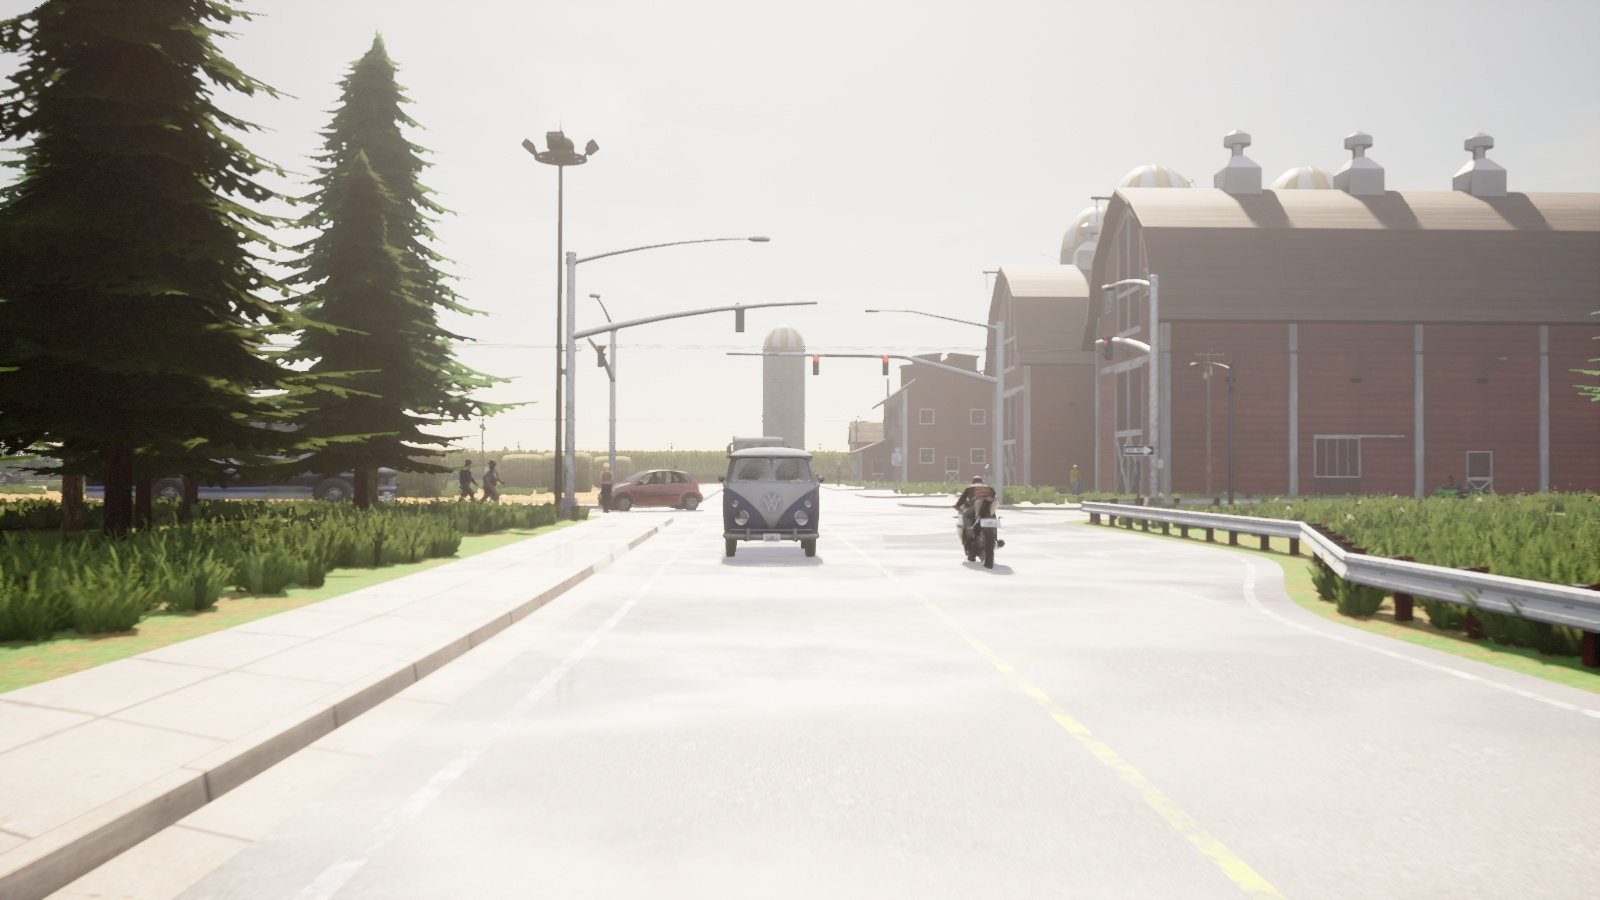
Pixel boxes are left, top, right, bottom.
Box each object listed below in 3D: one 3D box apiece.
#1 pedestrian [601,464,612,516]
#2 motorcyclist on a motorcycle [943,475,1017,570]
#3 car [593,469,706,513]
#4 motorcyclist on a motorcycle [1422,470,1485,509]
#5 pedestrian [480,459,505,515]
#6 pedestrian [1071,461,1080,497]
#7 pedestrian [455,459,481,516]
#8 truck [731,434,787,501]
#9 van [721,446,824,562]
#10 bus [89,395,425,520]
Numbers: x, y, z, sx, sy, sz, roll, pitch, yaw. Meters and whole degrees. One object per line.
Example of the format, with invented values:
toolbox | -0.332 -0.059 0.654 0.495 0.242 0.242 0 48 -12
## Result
pedestrian | -6.793 1.402 44.153 0.345 1.836 0.594 0 -1 -5
motorcyclist on a motorcycle | 3.036 1.196 21.384 0.866 1.530 2.191 0 -1 -2
car | -5.876 1.577 49.013 3.988 1.617 1.851 0 -1 -24
motorcyclist on a motorcycle | 25.644 1.547 49.300 2.044 1.523 0.797 0 -1 -1
pedestrian | -10.261 1.240 41.880 0.694 1.848 0.540 0 -1 3
pedestrian | 14.363 1.502 65.498 0.354 1.836 0.706 0 -1 4
pedestrian | -10.842 1.228 41.043 0.726 1.842 0.402 0 -1 3
truck | -2.298 0.999 69.176 2.891 3.462 7.936 0 -1 -2
van | -0.564 0.971 23.919 1.775 1.987 4.442 0 -1 -2
bus | -19.150 0.295 44.920 10.273 4.253 3.944 0 -1 -1
